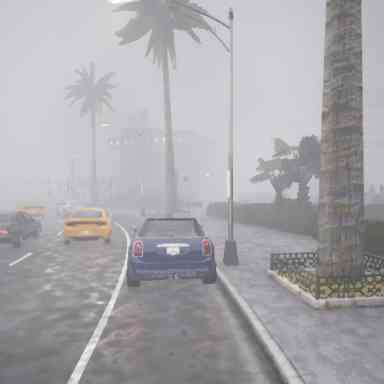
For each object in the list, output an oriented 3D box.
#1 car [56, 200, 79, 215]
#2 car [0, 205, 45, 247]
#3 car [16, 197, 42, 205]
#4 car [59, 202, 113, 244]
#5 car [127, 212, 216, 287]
[{"bbox_3d":[-11.390,1.517,31.316,1.812,1.442,4.674,0,0,-34],"label":"car"},{"bbox_3d":[-8.169,1.541,14.749,2.033,1.411,5.357,0,0,-12],"label":"car"},{"bbox_3d":[-14.393,1.467,29.508,1.882,1.535,5.008,0,0,-34],"label":"car"},{"bbox_3d":[-4.871,1.475,15.948,1.882,1.535,5.008,0,0,-13],"label":"car"},{"bbox_3d":[-0.703,1.351,9.627,2.097,1.767,4.553,0,0,-7],"label":"car"}]
